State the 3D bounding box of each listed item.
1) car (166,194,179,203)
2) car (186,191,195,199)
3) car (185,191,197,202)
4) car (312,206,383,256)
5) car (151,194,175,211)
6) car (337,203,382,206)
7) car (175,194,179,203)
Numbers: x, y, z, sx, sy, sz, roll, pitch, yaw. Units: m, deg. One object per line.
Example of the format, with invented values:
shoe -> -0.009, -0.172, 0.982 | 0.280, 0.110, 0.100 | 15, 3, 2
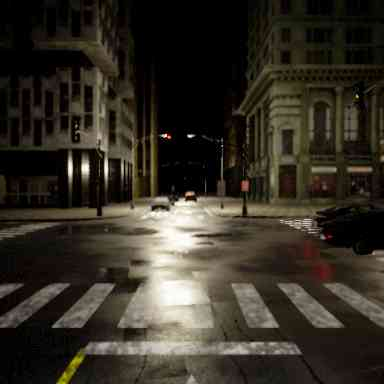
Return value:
car -> -3.237, 1.050, 55.179 | 1.994, 1.385, 4.181 | 0, 1, 0
car -> -0.362, 0.633, 74.653 | 2.097, 1.767, 4.553 | 0, 1, 0
car -> -0.151, 1.012, 58.749 | 1.994, 1.385, 4.181 | 0, 1, 0
car -> 6.890, 1.352, 11.734 | 4.674, 1.442, 1.812 | -1, 1, 0
car -> -3.176, 1.235, 35.056 | 2.033, 1.411, 5.357 | 0, 1, 0
car -> 7.977, 1.248, 14.980 | 4.902, 1.511, 2.128 | -1, 1, 0
car -> -3.239, 1.136, 45.121 | 2.033, 1.411, 5.357 | 0, 1, -1
